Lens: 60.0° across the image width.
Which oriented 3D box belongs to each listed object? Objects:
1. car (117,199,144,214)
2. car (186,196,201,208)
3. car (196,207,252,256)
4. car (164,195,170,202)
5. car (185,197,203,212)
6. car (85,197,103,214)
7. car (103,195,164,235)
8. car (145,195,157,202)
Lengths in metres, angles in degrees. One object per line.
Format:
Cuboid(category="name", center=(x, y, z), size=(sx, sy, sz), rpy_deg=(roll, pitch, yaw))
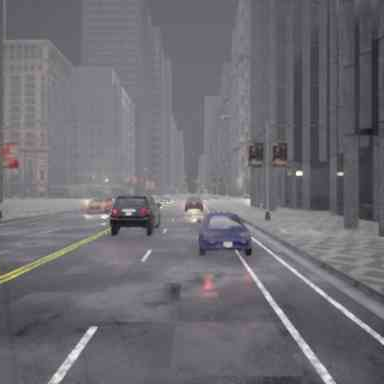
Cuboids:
Cuboid(category="car", center=(-6.415, 1.532, 35.148), size=(1.994, 1.385, 4.181), rpy_deg=(0, 0, 0))
Cuboid(category="car", center=(0.273, 1.448, 49.382), size=(2.128, 1.511, 4.902), rpy_deg=(0, 0, 0))
Cuboid(category="car", center=(1.171, 1.515, 13.010), size=(1.812, 1.442, 4.674), rpy_deg=(0, 0, 0))
Cuboid(category="car", center=(-6.047, 1.421, 75.737), size=(1.812, 1.442, 4.674), rpy_deg=(0, 0, 0))
Cuboid(category="car", center=(0.246, 1.318, 39.091), size=(2.097, 1.767, 4.553), rpy_deg=(0, 0, 1))
Cuboid(category="car", center=(-9.663, 1.320, 35.243), size=(2.097, 1.767, 4.553), rpy_deg=(0, 0, 0))
Cuboid(category="car", center=(-3.073, 1.197, 18.847), size=(2.150, 2.045, 5.566), rpy_deg=(0, -1, 0))
Cuboid(category="car", center=(-9.297, 1.375, 75.758), size=(1.882, 1.535, 5.008), rpy_deg=(0, 0, 0))
